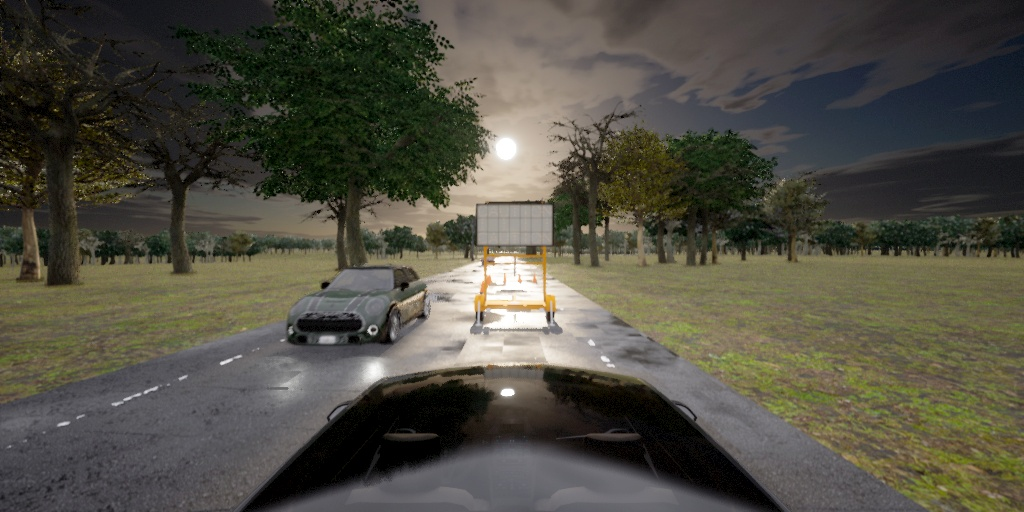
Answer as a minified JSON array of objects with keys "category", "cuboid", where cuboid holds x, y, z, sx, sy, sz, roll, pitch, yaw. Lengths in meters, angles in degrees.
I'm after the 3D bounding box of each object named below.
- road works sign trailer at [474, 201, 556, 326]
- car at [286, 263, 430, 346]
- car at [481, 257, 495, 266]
[{"category":"road works sign trailer","cuboid":[0.089,0.108,11.198,2.380,3.560,2.880,0,0,0]},{"category":"car","cuboid":[-3.596,1.017,9.232,2.097,1.767,4.553,0,1,0]},{"category":"car","cuboid":[-3.559,0.701,53.553,1.882,1.535,5.008,0,0,0]}]
